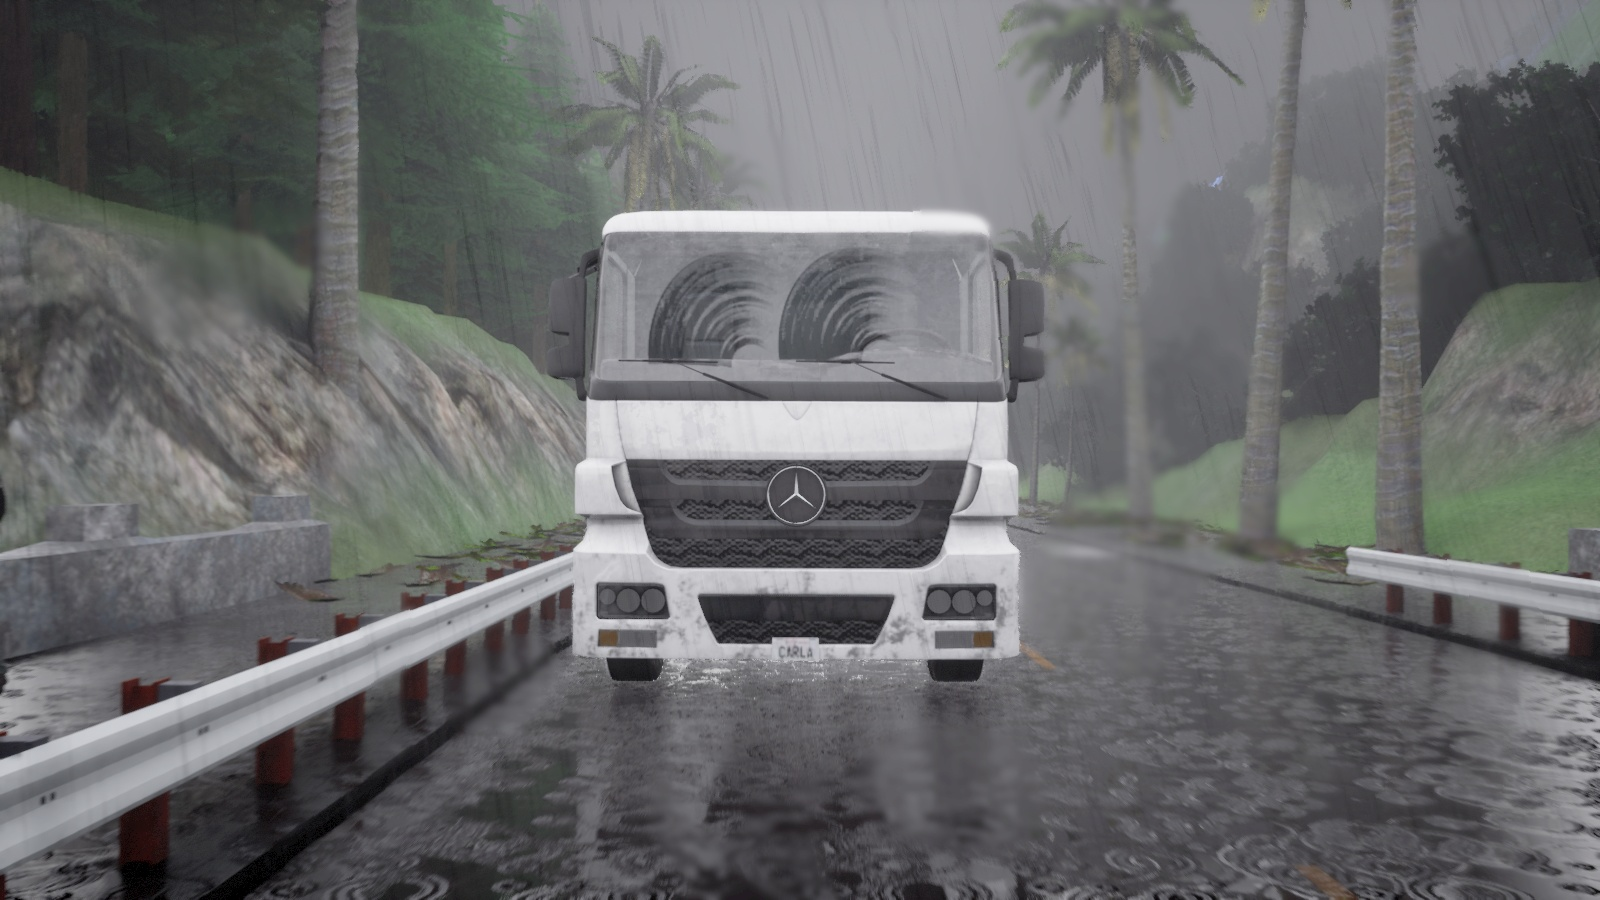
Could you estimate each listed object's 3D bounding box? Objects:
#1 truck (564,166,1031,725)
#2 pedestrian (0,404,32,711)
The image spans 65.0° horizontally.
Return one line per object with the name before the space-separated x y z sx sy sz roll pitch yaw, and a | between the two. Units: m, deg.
truck | -0.029 0.030 11.767 2.891 3.462 7.936 0 -1 0
pedestrian | -5.246 0.678 7.891 0.402 1.930 0.666 0 -1 3
